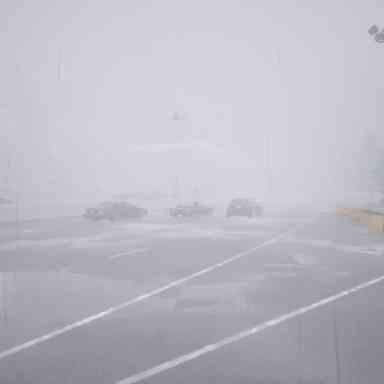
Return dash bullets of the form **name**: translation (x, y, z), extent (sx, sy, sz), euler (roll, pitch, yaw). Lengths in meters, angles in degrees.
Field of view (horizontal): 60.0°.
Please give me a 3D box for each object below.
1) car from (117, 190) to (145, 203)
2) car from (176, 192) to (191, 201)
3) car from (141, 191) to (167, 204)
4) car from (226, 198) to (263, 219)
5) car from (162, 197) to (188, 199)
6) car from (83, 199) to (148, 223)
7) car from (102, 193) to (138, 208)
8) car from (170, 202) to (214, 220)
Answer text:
- **car**: translation (-10.261, 0.785, 56.486), extent (2.150, 2.045, 5.566), euler (1, 0, 20)
- **car**: translation (-1.821, 0.932, 71.787), extent (2.097, 1.767, 4.553), euler (1, 0, 15)
- **car**: translation (-6.427, 0.828, 56.714), extent (2.150, 2.045, 5.566), euler (1, 0, 20)
- **car**: translation (4.531, 1.245, 27.950), extent (2.097, 1.767, 4.553), euler (1, 0, 25)
- **car**: translation (-2.980, 1.002, 56.105), extent (2.097, 1.767, 4.553), euler (1, 0, 20)
- **car**: translation (-5.307, 1.349, 23.865), extent (2.033, 1.411, 5.357), euler (1, 0, 27)
- **car**: translation (-8.835, 1.016, 41.363), extent (2.097, 1.767, 4.553), euler (1, 0, 24)
- **car**: translation (0.132, 1.449, 26.858), extent (1.895, 1.301, 4.718), euler (1, 0, 26)
